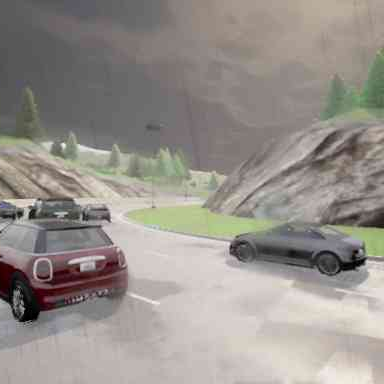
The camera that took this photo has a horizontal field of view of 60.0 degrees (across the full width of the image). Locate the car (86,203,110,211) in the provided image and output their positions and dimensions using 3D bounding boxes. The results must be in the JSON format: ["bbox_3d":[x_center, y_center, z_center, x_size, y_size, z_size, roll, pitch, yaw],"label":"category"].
[{"bbox_3d":[-7.698,1.637,26.664,2.128,1.511,4.902,0,0,-22],"label":"car"}]

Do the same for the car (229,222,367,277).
[{"bbox_3d":[3.292,1.654,10.767,4.181,1.385,1.994,0,0,41],"label":"car"}]

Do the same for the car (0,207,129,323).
[{"bbox_3d":[-3.451,1.390,7.615,4.553,1.767,2.097,0,-1,44],"label":"car"}]

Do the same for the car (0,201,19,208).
[{"bbox_3d":[-15.571,1.721,28.195,1.895,1.301,4.718,0,0,-16],"label":"car"}]

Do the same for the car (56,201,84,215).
[{"bbox_3d":[-13.675,1.756,37.644,1.994,1.385,4.181,0,0,-6],"label":"car"}]

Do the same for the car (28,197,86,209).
[{"bbox_3d":[-7.904,1.314,18.887,2.150,2.045,5.566,0,0,-31],"label":"car"}]
